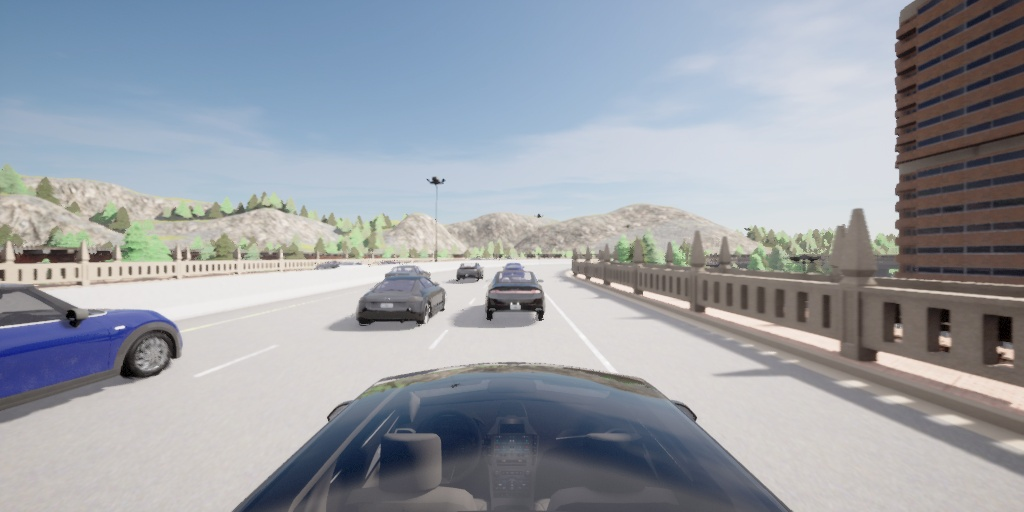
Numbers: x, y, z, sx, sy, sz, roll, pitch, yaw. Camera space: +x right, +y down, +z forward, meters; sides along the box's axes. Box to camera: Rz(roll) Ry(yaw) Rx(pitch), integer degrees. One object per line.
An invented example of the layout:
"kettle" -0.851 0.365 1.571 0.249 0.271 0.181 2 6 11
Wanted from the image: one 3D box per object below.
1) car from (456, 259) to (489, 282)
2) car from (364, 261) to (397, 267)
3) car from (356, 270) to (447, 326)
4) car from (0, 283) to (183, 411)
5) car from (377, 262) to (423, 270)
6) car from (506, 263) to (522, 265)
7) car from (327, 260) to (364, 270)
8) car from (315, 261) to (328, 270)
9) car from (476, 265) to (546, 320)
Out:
"car" -3.356 1.257 29.437 2.128 1.511 4.902 0 0 1
"car" -13.508 1.262 38.797 2.128 1.511 4.902 0 0 6
"car" -3.399 1.320 11.759 1.994 1.385 4.181 0 0 0
"car" -6.900 1.104 4.457 2.097 1.767 4.553 0 0 0
"car" -6.901 1.310 23.953 2.033 1.411 5.357 0 0 0
"car" 0.164 1.292 30.619 1.812 1.442 4.674 0 0 1
"car" -17.081 1.296 38.055 1.812 1.442 4.674 0 0 5
"car" -20.307 1.263 40.817 2.128 1.511 4.902 0 0 6
"car" 0.100 1.248 12.648 2.128 1.511 4.902 0 0 0
